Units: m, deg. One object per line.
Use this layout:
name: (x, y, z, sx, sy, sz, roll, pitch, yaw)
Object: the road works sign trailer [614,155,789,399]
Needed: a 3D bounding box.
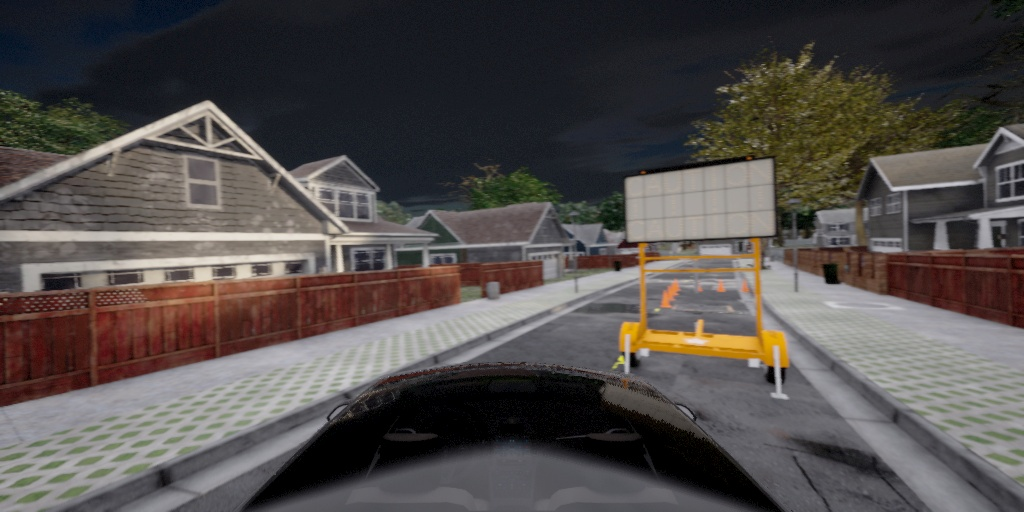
road works sign trailer: (3.411, 0.134, 6.532, 2.380, 3.560, 2.880, 0, 0, 29)
